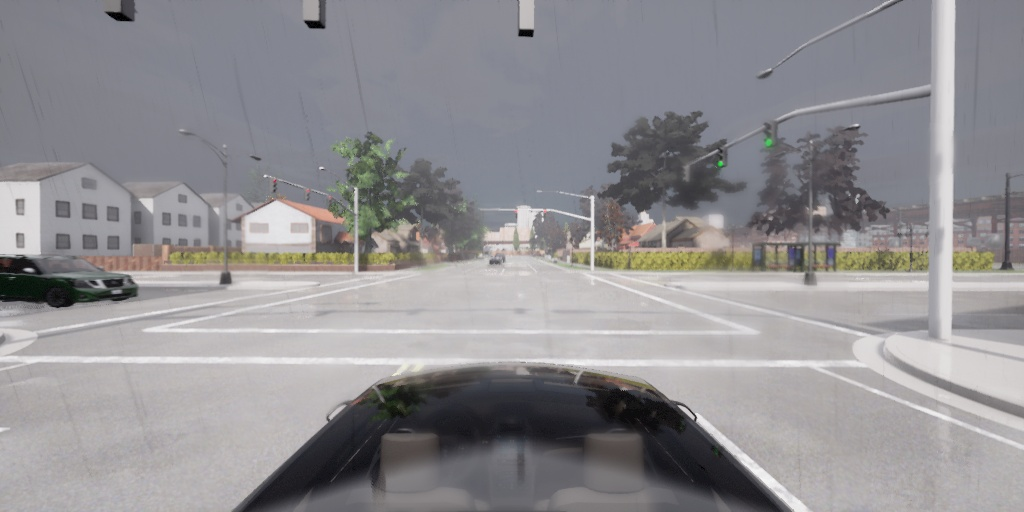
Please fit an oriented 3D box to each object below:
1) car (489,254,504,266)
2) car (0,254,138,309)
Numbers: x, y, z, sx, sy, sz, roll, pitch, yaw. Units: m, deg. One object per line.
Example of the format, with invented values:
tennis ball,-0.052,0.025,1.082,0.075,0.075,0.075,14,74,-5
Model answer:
car,-2.649,0.827,56.917,1.895,1.301,4.718,0,1,1
car,-18.010,0.972,13.885,5.566,2.045,2.150,1,1,1
